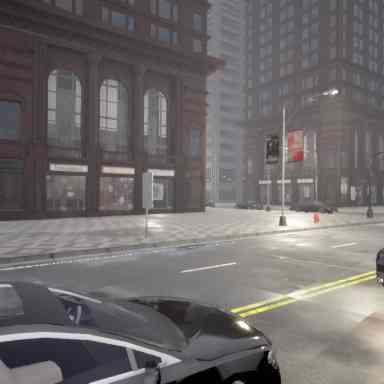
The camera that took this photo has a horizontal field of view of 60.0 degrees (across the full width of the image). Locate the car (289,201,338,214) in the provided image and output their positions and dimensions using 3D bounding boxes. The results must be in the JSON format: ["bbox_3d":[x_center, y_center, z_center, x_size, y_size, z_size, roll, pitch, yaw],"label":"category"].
[{"bbox_3d":[13.478,1.723,37.188,2.033,1.411,5.357,1,-1,-35],"label":"car"}]

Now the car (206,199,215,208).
[{"bbox_3d":[1.690,1.746,53.780,1.882,1.535,5.008,1,-1,-35],"label":"car"}]

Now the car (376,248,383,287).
[{"bbox_3d":[6.227,1.515,7.874,4.892,1.490,1.837,0,0,-35],"label":"car"}]

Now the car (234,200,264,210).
[{"bbox_3d":[7.720,1.785,45.289,1.994,1.385,4.181,1,-1,-35],"label":"car"}]

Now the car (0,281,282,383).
[{"bbox_3d":[-1.387,1.492,2.450,4.902,1.511,2.128,0,0,-36],"label":"car"}]
